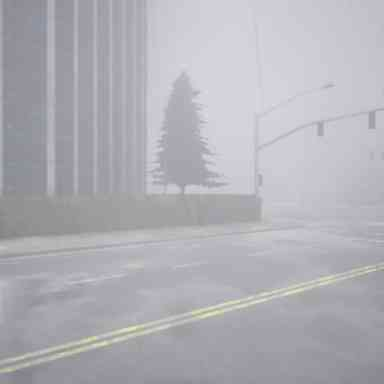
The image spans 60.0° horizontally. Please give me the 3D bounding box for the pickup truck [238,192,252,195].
[{"bbox_3d":[11.397,1.053,69.647,2.390,2.098,6.274,0,0,-5],"label":"pickup truck"}]
